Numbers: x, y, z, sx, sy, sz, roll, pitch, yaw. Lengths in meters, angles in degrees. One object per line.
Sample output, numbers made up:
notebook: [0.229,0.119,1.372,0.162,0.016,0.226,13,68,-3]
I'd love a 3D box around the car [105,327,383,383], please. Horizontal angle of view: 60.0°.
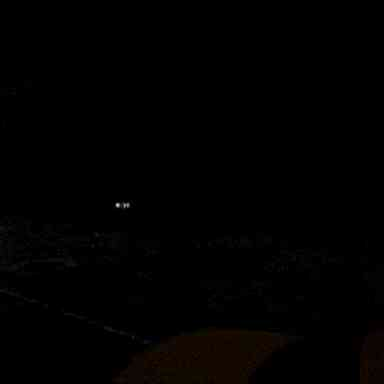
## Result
car: [1.439,1.525,2.056,4.829,1.417,1.752,0,0,36]
